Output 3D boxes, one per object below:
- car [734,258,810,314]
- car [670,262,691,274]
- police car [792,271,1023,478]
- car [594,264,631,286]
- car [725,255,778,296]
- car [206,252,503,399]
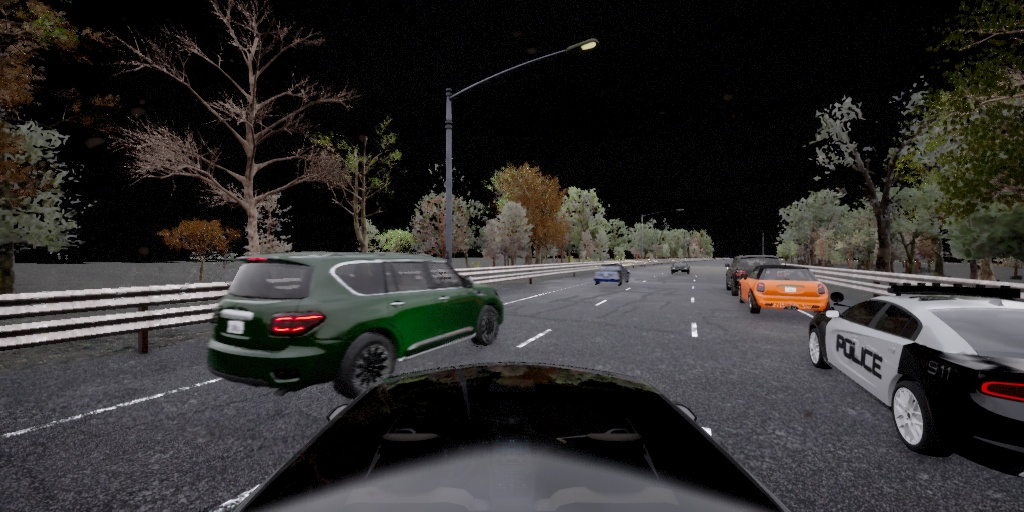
[{"bbox_3d":[9.899,1.102,13.415,2.097,1.767,4.553,0,0,27],"label":"car"},{"bbox_3d":[19.237,1.369,40.819,1.895,1.301,4.718,0,0,28],"label":"car"},{"bbox_3d":[5.596,1.175,4.682,1.930,1.638,5.238,0,0,26],"label":"police car"},{"bbox_3d":[7.235,1.302,25.653,2.033,1.411,5.357,0,0,26],"label":"car"},{"bbox_3d":[12.599,0.978,18.755,2.150,2.045,5.566,0,0,27],"label":"car"},{"bbox_3d":[-2.206,0.970,6.792,2.150,2.045,5.566,0,0,26],"label":"car"}]
